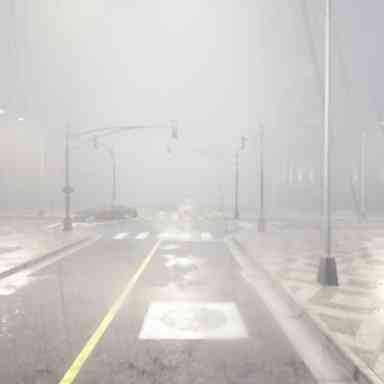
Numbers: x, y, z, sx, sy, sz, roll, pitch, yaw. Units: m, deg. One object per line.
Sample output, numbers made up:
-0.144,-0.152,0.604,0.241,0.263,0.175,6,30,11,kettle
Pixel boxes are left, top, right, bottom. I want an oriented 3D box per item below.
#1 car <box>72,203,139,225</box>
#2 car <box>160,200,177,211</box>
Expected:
-6.394,1.556,24.899,4.902,1.511,2.128,0,3,-35,car
-2.996,1.742,42.908,1.895,1.301,4.718,0,0,0,car
